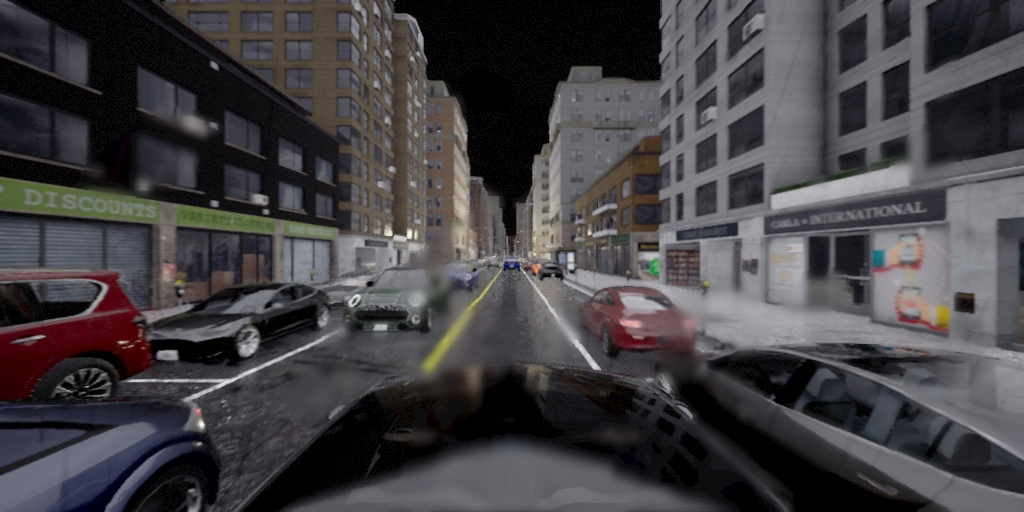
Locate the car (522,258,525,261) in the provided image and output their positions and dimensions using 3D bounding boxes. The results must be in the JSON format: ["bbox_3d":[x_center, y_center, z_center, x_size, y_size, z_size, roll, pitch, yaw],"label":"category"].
[{"bbox_3d":[2.646,1.270,52.496,1.888,1.381,4.507,0,0,0],"label":"car"}]

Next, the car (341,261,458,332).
[{"bbox_3d":[-3.100,1.098,10.740,2.097,1.767,4.553,0,0,0],"label":"car"}]

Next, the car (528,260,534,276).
[{"bbox_3d":[3.098,1.086,36.779,2.097,1.767,4.553,0,0,0],"label":"car"}]

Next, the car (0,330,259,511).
[{"bbox_3d":[-3.093,1.314,0.824,1.994,1.385,4.181,0,0,1],"label":"car"}]

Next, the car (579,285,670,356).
[{"bbox_3d":[2.665,1.329,8.295,1.802,1.307,4.207,0,0,0],"label":"car"}]

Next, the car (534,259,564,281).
[{"bbox_3d":[3.133,1.240,29.809,1.837,1.490,4.892,0,0,0],"label":"car"}]

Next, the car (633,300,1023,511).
[{"bbox_3d":[2.668,1.315,2.770,1.948,1.339,4.313,0,0,0],"label":"car"}]

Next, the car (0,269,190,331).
[{"bbox_3d":[-5.858,1.064,2.760,2.192,1.841,5.009,0,0,0],"label":"car"}]

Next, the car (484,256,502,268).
[{"bbox_3d":[-3.067,1.226,58.002,1.837,1.490,4.892,0,0,1],"label":"car"}]

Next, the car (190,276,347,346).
[{"bbox_3d":[-5.861,1.312,8.284,1.948,1.339,4.313,0,0,0],"label":"car"}]

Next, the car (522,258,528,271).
[{"bbox_3d":[2.649,1.310,46.971,1.802,1.307,4.207,0,0,0],"label":"car"}]

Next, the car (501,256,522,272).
[{"bbox_3d":[-0.018,1.061,45.031,1.882,1.535,5.008,0,0,0],"label":"car"}]

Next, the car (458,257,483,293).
[{"bbox_3d":[-3.070,1.093,20.730,2.097,1.767,4.553,0,0,1],"label":"car"}]
